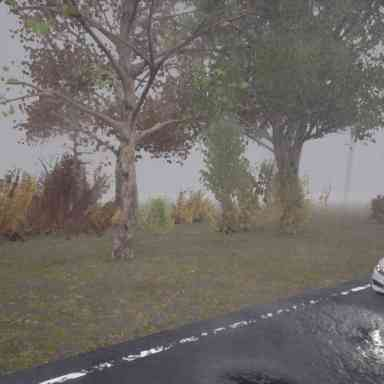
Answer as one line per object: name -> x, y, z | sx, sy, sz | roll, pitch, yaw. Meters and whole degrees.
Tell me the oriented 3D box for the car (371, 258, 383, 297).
car -> 5.897, 1.526, 7.324 | 4.674, 1.442, 1.812 | 0, 0, -33
